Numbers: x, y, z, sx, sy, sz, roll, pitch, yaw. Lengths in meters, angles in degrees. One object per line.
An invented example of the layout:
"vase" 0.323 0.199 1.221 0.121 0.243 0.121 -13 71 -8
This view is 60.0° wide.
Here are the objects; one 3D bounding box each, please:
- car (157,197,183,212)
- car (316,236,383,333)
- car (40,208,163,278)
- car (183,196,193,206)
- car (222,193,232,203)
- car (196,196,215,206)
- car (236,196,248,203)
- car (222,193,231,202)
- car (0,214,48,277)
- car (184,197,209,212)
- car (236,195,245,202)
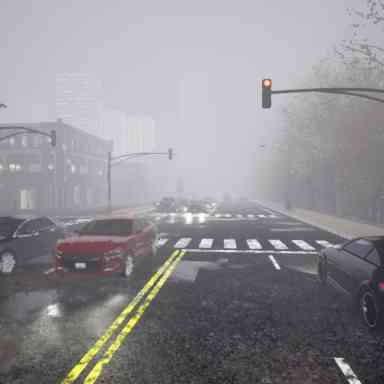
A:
"car" -2.688 1.341 38.575 2.097 1.767 4.553 0 0 7
"car" 3.952 1.562 6.692 1.994 1.385 4.181 0 0 6
"car" -2.394 1.476 10.389 1.882 1.535 5.008 0 0 6
"car" -1.405 1.547 50.394 1.994 1.385 4.181 0 0 6
"car" 7.371 1.477 69.686 1.837 1.490 4.892 0 0 6
"car" 2.248 1.529 53.965 2.033 1.411 5.357 0 0 6
"car" 10.562 1.466 68.865 2.128 1.511 4.902 0 0 6
"car" 8.345 1.194 79.706 2.150 2.045 5.566 0 0 6
"car" -5.659 1.503 10.426 1.837 1.490 4.892 0 0 6
"car" 0.569 1.590 38.269 1.895 1.301 4.718 0 0 6
"car" 11.527 1.521 78.909 1.994 1.385 4.181 0 0 6
